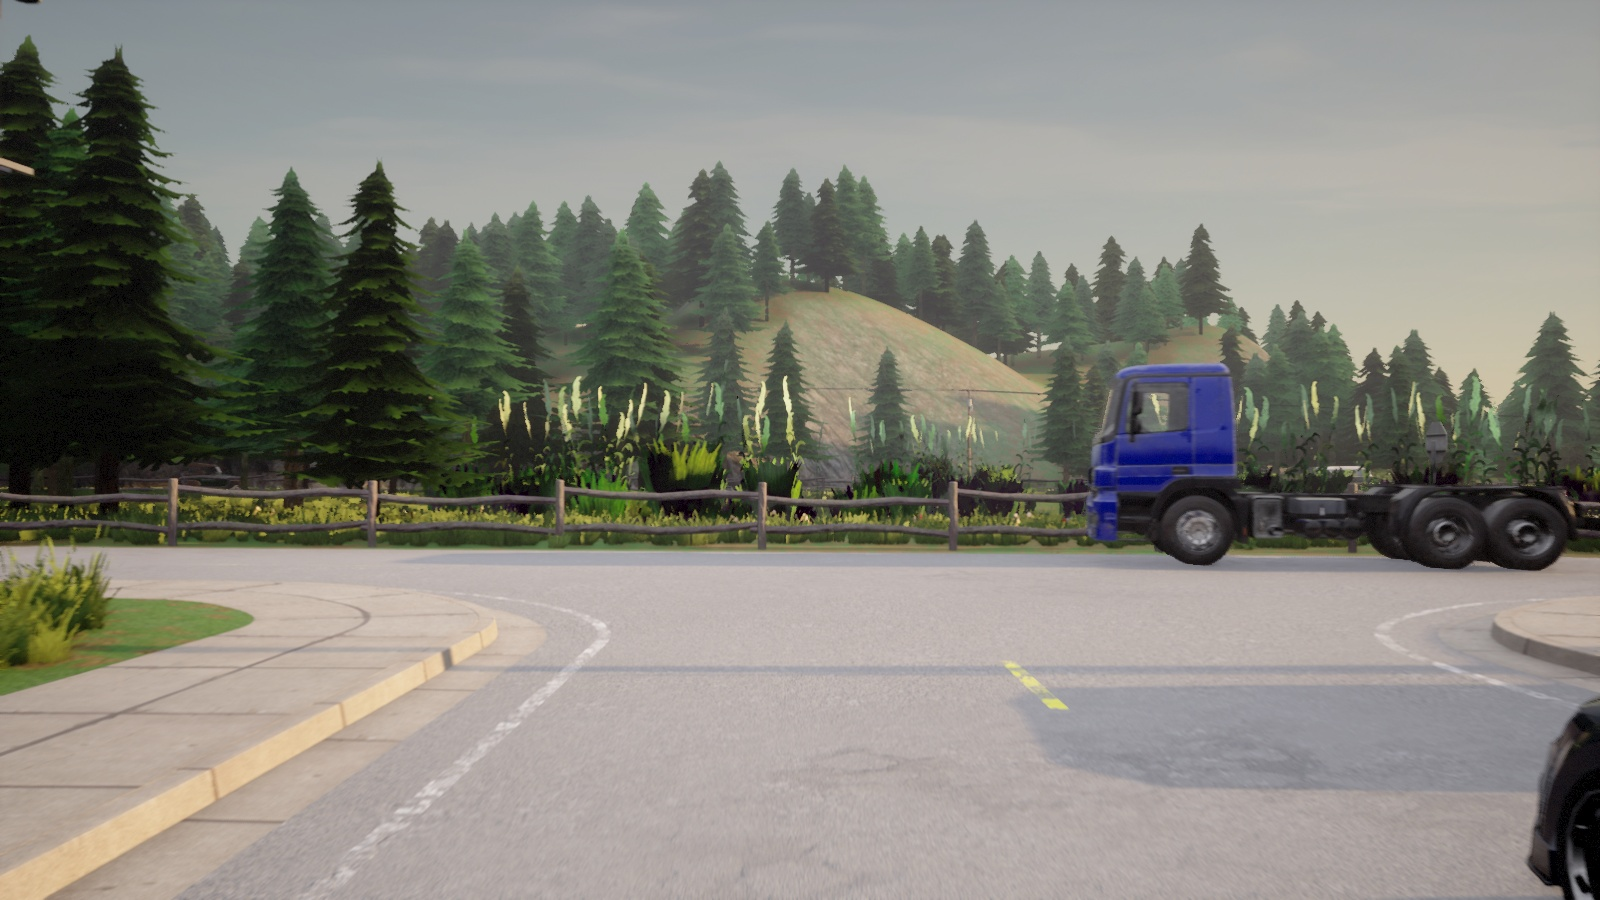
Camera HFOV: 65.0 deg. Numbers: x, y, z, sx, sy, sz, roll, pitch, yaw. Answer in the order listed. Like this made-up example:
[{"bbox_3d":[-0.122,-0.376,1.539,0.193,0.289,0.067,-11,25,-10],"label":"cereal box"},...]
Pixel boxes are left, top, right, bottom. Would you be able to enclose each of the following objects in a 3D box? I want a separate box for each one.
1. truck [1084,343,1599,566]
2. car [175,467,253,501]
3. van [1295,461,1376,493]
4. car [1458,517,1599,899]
[{"bbox_3d":[9.016,0.123,21.554,7.936,3.462,2.891,0,-1,10],"label":"truck"},{"bbox_3d":[-33.279,1.938,71.376,3.866,1.878,1.905,0,-1,-20],"label":"car"},{"bbox_3d":[35.757,1.800,83.922,4.480,2.038,2.069,0,-1,-1],"label":"van"},{"bbox_3d":[3.496,0.909,2.619,1.994,1.385,4.181,0,-1,-1],"label":"car"}]
